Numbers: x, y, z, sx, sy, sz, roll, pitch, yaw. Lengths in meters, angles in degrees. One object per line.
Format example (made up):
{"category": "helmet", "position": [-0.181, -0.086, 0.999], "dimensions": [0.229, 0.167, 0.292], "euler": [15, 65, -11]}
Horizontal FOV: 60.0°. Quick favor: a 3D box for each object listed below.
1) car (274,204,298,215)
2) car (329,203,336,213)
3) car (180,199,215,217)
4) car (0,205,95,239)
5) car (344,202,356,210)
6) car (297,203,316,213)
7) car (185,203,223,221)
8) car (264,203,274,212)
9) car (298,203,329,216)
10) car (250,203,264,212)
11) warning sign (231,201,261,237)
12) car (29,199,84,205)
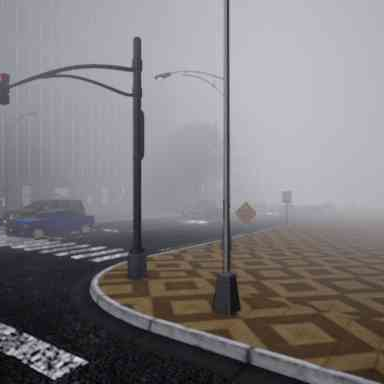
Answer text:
{"category": "car", "position": [13.455, 2.383, 46.127], "dimensions": [1.812, 1.442, 4.674], "euler": [0, -1, 33]}
{"category": "car", "position": [21.707, 2.546, 53.063], "dimensions": [1.837, 1.490, 4.892], "euler": [0, -1, 33]}
{"category": "car", "position": [0.849, 1.843, 38.768], "dimensions": [2.150, 2.045, 5.566], "euler": [0, -1, 33]}
{"category": "car", "position": [-7.901, 1.719, 19.099], "dimensions": [1.882, 1.535, 5.008], "euler": [0, -1, 33]}
{"category": "car", "position": [31.356, 2.778, 66.010], "dimensions": [1.801, 1.575, 5.366], "euler": [0, -1, 33]}
{"category": "car", "position": [18.971, 2.603, 54.817], "dimensions": [1.994, 1.385, 4.181], "euler": [0, -1, 33]}
{"category": "car", "position": [1.582, 2.121, 33.890], "dimensions": [1.994, 1.385, 4.181], "euler": [0, -1, 33]}
{"category": "car", "position": [13.353, 2.509, 52.080], "dimensions": [1.994, 1.385, 4.181], "euler": [0, -1, 33]}
{"category": "car", "position": [16.420, 2.414, 44.724], "dimensions": [2.033, 1.411, 5.357], "euler": [0, -1, 33]}
{"category": "car", "position": [10.800, 2.508, 54.115], "dimensions": [1.837, 1.490, 4.892], "euler": [0, -1, 33]}
{"category": "warning sign", "position": [3.024, 1.460, 18.602], "dimensions": [1.300, 1.860, 1.060], "euler": [1, 1, 33]}
{"category": "car", "position": [-9.728, 1.495, 22.375], "dimensions": [2.150, 2.045, 5.566], "euler": [0, -1, 34]}
